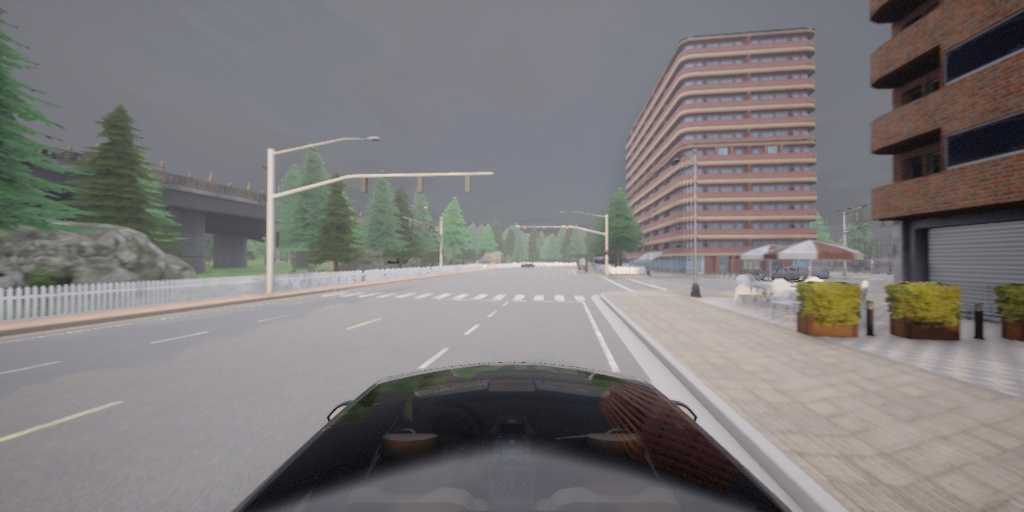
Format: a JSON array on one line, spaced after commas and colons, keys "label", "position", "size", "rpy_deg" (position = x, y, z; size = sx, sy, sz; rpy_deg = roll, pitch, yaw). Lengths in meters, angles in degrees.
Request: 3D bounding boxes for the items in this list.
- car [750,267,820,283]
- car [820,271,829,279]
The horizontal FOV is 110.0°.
[{"label": "car", "position": [24.548, 1.716, 32.895], "size": [4.902, 1.511, 2.128], "rpy_deg": [0, -1, 8]}, {"label": "car", "position": [28.244, 1.817, 35.882], "size": [5.357, 1.411, 2.033], "rpy_deg": [0, -1, 9]}]
